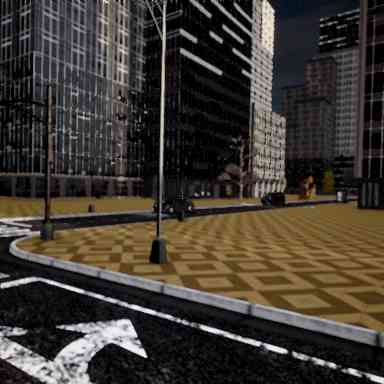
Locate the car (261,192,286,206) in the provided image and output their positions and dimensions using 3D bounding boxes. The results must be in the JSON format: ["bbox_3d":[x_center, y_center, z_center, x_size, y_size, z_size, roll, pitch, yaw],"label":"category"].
[{"bbox_3d":[12.550,1.007,51.017,2.150,2.045,5.566,2,1,36],"label":"car"}]

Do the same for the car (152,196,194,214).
[{"bbox_3d":[-1.670,1.187,31.214,1.837,1.490,4.892,2,1,35],"label":"car"}]
